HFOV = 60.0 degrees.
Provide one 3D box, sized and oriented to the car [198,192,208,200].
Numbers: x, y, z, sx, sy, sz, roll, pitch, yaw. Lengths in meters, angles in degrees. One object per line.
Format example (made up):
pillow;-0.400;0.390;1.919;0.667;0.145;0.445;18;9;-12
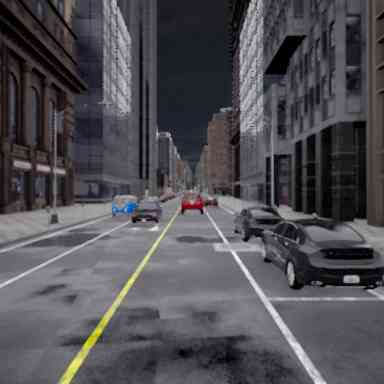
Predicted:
car;2.645;0.986;79.599;2.192;1.841;5.009;1;0;0

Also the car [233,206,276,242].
car;3.139;1.436;15.976;1.837;1.490;4.892;0;0;0

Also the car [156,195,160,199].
car;-5.868;1.332;45.688;1.752;1.417;4.829;1;0;0

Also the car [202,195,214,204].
car;2.652;1.305;57.104;1.887;1.381;4.507;1;0;0

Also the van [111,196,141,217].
van;-5.859;1.217;28.983;1.690;1.788;3.998;1;0;0

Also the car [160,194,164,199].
car;-5.871;1.333;51.482;2.008;1.369;4.403;1;0;0

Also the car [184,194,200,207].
car;0.039;1.155;46.628;2.097;1.767;4.553;0;0;1

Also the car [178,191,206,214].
car;0.051;1.081;33.267;2.150;2.045;5.566;0;0;1

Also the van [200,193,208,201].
van;2.647;1.034;73.975;1.690;1.788;3.998;1;0;0

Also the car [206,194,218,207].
car;2.657;1.351;45.855;1.887;1.381;4.507;1;0;0

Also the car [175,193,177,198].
car;-5.888;1.173;90.853;1.887;1.381;4.507;1;0;0

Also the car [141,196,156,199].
car;-5.867;1.395;40.233;1.947;1.339;4.313;1;0;0

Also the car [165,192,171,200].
car;-5.878;1.259;68.356;1.887;1.381;4.507;1;0;0

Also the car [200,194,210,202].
car;2.648;1.155;68.352;1.967;1.590;4.097;1;0;0

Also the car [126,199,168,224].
car;-3.110;1.444;24.140;2.033;1.411;5.357;0;0;0

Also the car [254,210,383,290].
car;3.142;1.465;8.976;1.837;1.490;4.892;0;0;0

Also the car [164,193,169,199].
car;-5.876;1.302;62.731;1.947;1.339;4.313;1;0;0

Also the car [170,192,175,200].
car;-5.881;0.985;79.603;2.192;1.841;5.009;1;0;0
